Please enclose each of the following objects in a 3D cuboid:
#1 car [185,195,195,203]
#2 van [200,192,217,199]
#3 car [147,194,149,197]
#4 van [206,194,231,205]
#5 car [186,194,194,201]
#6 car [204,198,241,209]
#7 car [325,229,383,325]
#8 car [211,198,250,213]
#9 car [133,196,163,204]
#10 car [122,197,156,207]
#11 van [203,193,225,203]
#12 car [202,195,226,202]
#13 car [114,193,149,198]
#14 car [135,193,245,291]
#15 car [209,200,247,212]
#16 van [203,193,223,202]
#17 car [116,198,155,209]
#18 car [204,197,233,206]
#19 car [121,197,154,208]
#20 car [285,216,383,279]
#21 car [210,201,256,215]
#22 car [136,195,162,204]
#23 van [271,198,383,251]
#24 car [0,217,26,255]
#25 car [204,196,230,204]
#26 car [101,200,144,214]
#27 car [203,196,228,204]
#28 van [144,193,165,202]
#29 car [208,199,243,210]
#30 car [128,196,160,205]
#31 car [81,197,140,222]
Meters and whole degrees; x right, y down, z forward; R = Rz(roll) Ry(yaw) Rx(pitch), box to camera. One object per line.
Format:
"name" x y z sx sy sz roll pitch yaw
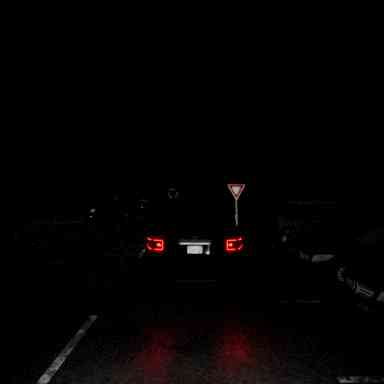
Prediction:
"car" -0.397 1.459 69.319 1.837 1.490 4.892 0 0 1
"van" 4.638 1.074 93.532 4.442 1.987 1.878 0 0 0
"car" -3.972 1.527 41.446 2.150 2.045 5.566 0 1 0
"van" 4.732 1.294 60.296 4.442 1.987 1.878 0 1 0
"car" -0.479 1.207 79.474 1.882 1.535 5.008 0 0 0
"car" 4.461 1.673 49.096 5.366 1.575 1.946 0 1 0
"car" 5.031 1.506 5.585 4.674 1.452 2.002 0 0 0
"car" 4.701 1.666 40.910 4.553 1.767 2.185 0 1 0
"car" -8.287 1.484 62.956 5.366 1.575 1.946 0 1 0
"car" -8.635 1.594 54.629 5.366 1.575 1.946 0 1 0
"van" 4.483 1.213 68.458 4.442 1.987 1.878 0 0 -1
"car" 4.589 1.421 71.246 5.008 1.535 2.097 0 0 0
"car" -8.397 1.463 46.299 5.566 2.045 2.435 0 1 0
"car" 0.052 1.185 9.064 2.150 2.045 5.566 0 0 0
"car" 4.633 1.784 43.557 4.792 1.488 2.163 0 1 0
"van" 4.693 1.180 74.015 4.442 1.987 1.878 0 0 0
"car" -8.248 1.672 49.079 5.366 1.575 1.946 0 1 0
"car" 4.595 1.588 57.405 4.792 1.488 2.163 0 1 0
"car" -8.435 1.637 51.855 4.892 1.521 2.231 0 1 0
"car" 5.025 1.488 8.370 4.674 1.452 2.002 0 0 0
"car" 4.672 1.831 38.140 5.008 1.535 2.097 0 1 0
"car" -8.486 1.460 65.723 4.892 1.521 2.231 0 1 0
"van" 4.891 1.206 11.042 4.442 1.987 1.878 -1 0 0
"car" -8.092 1.460 10.934 4.792 1.488 2.163 0 0 0
"car" 4.636 1.516 63.070 4.792 1.488 2.163 0 1 0
"car" -8.439 1.823 40.751 4.792 1.488 2.163 0 1 0
"car" 4.629 1.490 65.709 4.792 1.488 2.163 0 0 0
"van" -8.387 1.179 74.051 4.442 1.987 1.878 0 0 0
"car" 4.651 1.755 46.327 4.674 1.452 2.002 0 1 0
"car" -8.650 1.516 60.302 5.366 1.575 1.946 0 1 0
"car" -6.906 1.529 27.830 4.553 1.767 2.097 2 -3 -43
